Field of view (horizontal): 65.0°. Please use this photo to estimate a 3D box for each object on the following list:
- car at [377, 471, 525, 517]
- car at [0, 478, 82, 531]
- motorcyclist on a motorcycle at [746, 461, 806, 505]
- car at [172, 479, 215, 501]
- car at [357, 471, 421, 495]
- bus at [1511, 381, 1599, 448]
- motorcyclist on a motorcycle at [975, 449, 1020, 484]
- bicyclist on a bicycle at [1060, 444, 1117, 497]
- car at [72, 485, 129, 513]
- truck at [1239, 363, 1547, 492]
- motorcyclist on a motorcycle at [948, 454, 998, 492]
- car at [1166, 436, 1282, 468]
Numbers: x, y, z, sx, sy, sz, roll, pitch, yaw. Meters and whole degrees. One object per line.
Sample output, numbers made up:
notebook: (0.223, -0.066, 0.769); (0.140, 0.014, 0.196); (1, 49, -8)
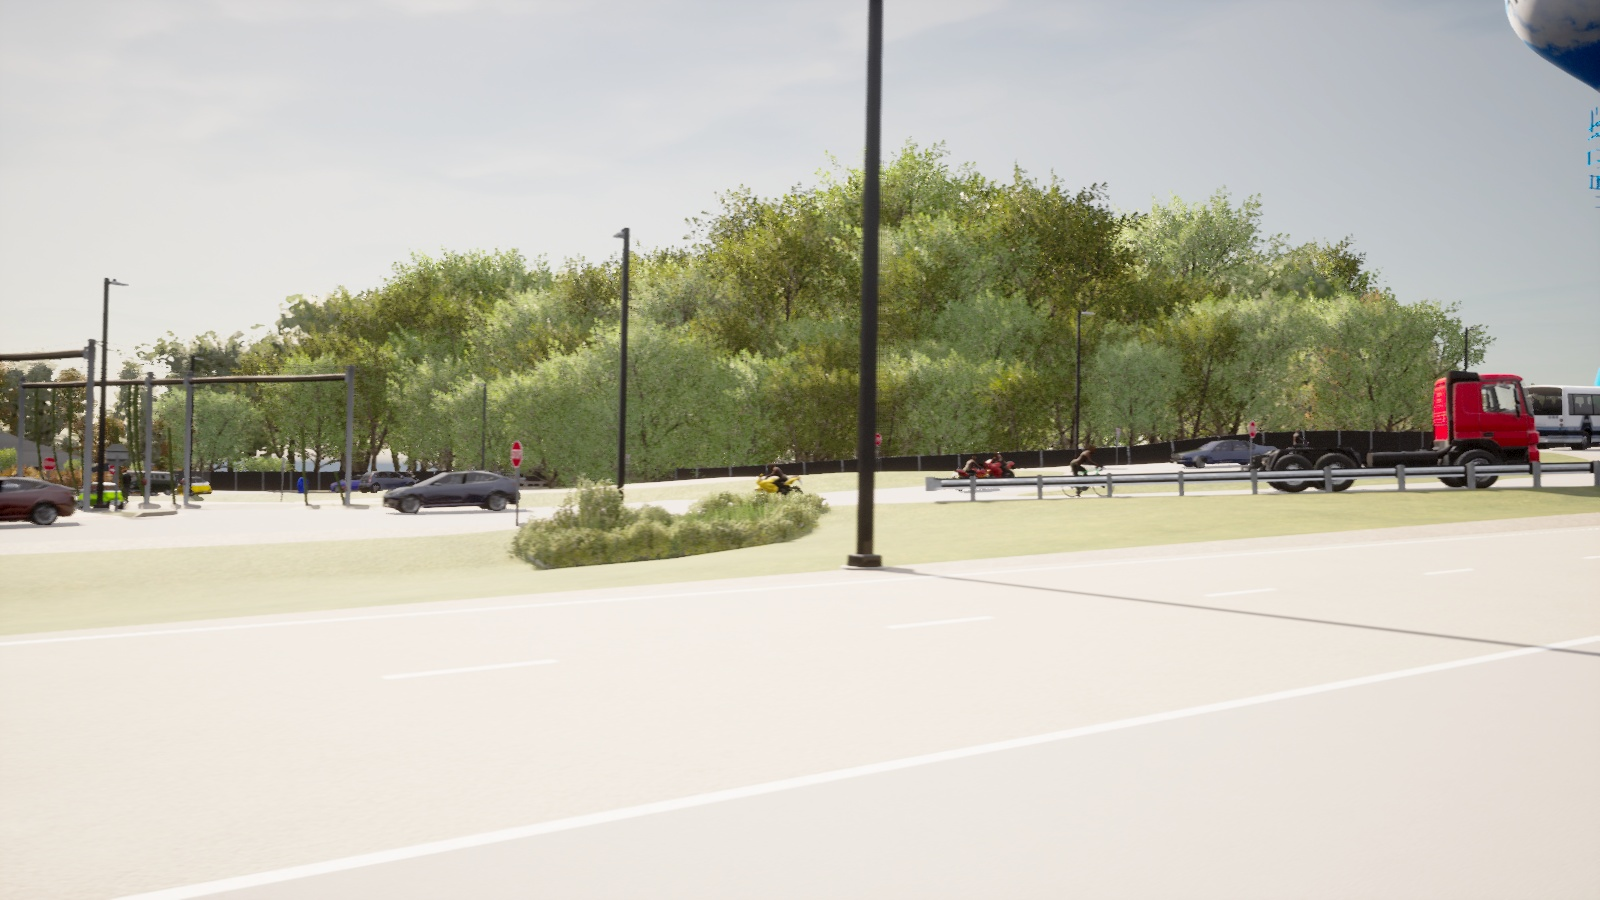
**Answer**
car: (-12.550, 1.539, 45.184); (4.792, 1.488, 2.163); (-1, 0, -26)
car: (-24.459, 1.658, 37.626); (4.792, 1.488, 2.163); (-1, 0, -40)
motorcyclist on a motorcycle: (-0.889, 1.229, 46.701); (2.044, 1.523, 0.797); (-3, -2, 15)
car: (-40.558, 2.665, 84.032); (2.207, 1.376, 1.481); (-3, -1, 25)
car: (-29.644, 2.379, 90.623); (3.988, 1.617, 1.851); (0, -1, -45)
bus: (52.453, -2.375, 84.348); (10.273, 4.253, 3.944); (-1, 1, -33)
motorcyclist on a motorcycle: (9.322, 0.773, 59.198); (2.044, 1.523, 0.797); (-3, 2, -34)
bicyclist on a bicycle: (9.079, 0.645, 39.544); (1.656, 1.620, 0.582); (-2, -2, 19)
car: (-34.535, 2.410, 62.041); (2.207, 1.376, 1.481); (-1, -2, 28)
truck: (17.698, -0.592, 38.112); (7.936, 3.462, 2.891); (-2, -1, 14)
motorcyclist on a motorcycle: (7.405, 0.961, 53.668); (2.044, 1.523, 0.797); (-3, 1, -34)
car: (22.275, 0.092, 66.047); (5.357, 1.411, 2.033); (-2, 1, -4)
